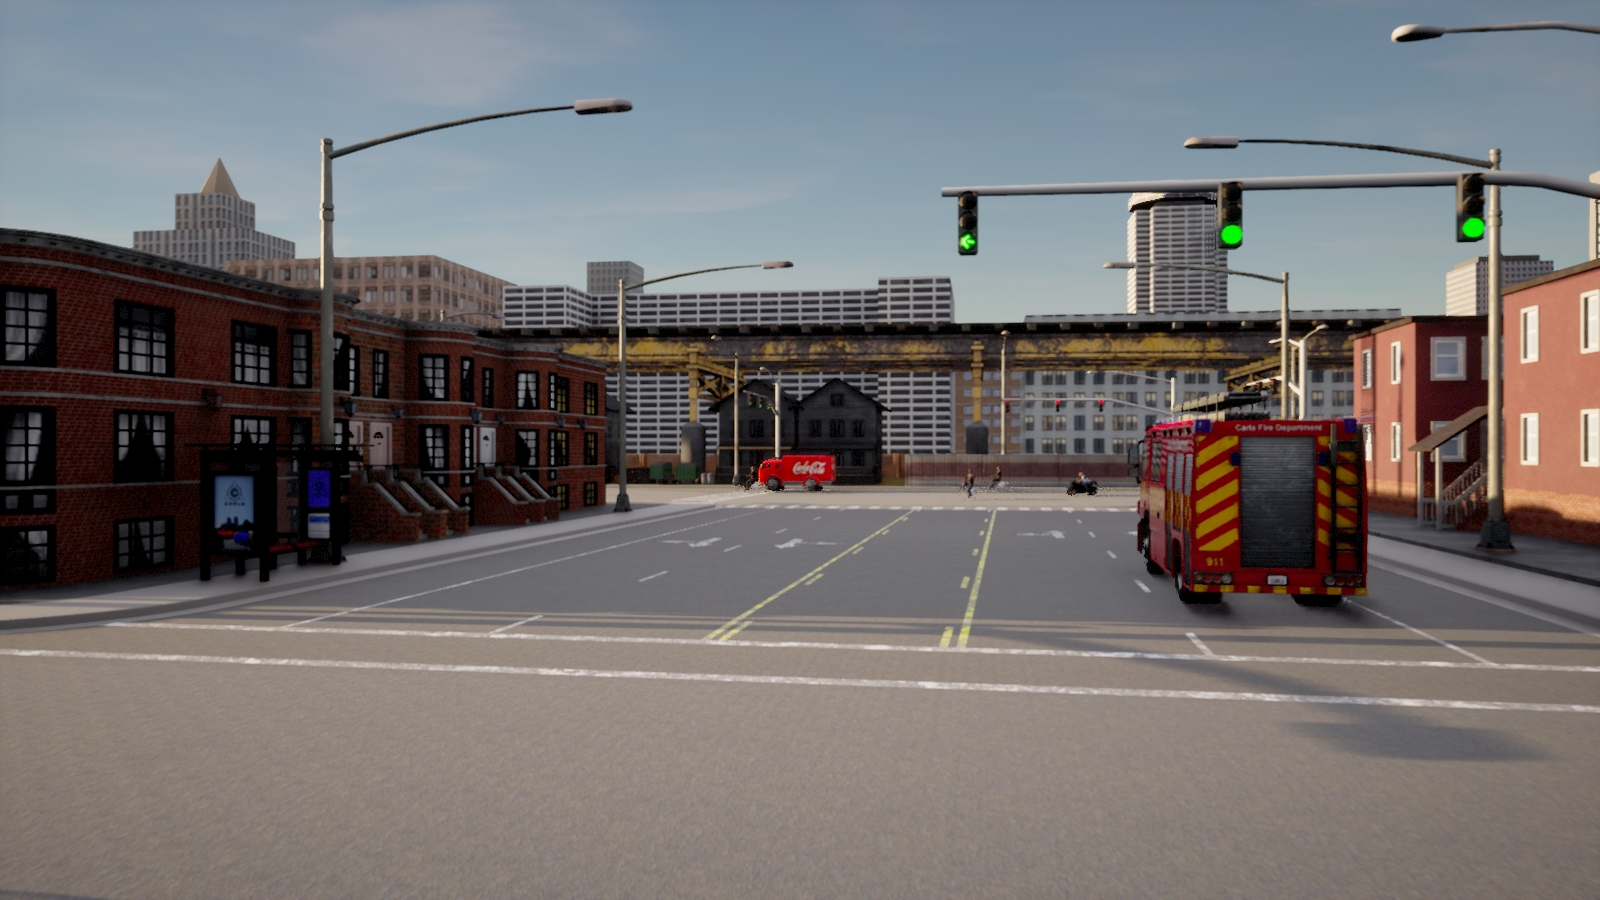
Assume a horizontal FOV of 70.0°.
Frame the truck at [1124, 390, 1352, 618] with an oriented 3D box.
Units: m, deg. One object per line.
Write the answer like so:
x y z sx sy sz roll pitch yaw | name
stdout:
8.587 0.904 23.570 2.891 3.827 8.468 0 0 10 | truck

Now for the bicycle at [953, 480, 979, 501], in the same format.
9.358 2.271 64.387 1.835 1.126 0.329 0 2 -43 | bicycle

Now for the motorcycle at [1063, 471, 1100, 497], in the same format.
17.157 2.074 69.570 2.033 1.505 0.803 0 1 -15 | motorcycle

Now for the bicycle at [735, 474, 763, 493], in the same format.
-3.393 2.217 75.712 1.835 1.251 0.329 0 0 10 | bicycle
